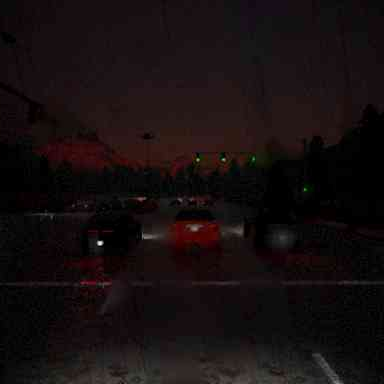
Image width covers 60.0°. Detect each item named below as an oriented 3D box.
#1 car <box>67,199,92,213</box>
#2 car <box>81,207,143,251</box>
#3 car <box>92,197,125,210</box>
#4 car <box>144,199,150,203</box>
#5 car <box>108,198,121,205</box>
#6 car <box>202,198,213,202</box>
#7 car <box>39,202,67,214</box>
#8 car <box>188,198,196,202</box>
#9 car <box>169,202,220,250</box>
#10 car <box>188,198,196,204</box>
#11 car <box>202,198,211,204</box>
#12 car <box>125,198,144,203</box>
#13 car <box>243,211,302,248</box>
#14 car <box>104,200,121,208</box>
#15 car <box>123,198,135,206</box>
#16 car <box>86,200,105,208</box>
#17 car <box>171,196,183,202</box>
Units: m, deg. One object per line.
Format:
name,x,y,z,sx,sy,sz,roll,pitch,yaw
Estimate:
car,-14.072,1.777,43.388,2.097,1.767,4.553,0,-1,0
car,-3.399,1.649,14.721,1.837,1.490,4.892,0,0,0
car,-10.575,1.635,42.546,2.150,2.045,5.566,0,-1,0
car,-10.485,2.250,74.206,2.033,1.411,5.357,0,-1,0
car,-17.485,2.215,75.041,1.837,1.490,4.892,0,-1,0
car,3.514,2.211,71.475,2.128,1.511,4.902,0,-1,0
car,-17.575,1.962,42.630,2.033,1.411,5.357,0,-1,0
car,0.014,2.211,71.476,2.128,1.511,4.902,0,-1,0
car,0.101,1.501,15.261,2.097,1.767,4.553,0,-1,0
car,0.016,2.152,81.897,1.812,1.442,4.674,0,-1,0
car,3.516,2.153,81.896,2.128,1.511,4.902,0,-1,0
car,-10.517,1.930,59.522,2.097,1.767,4.553,0,-1,0
car,3.602,1.644,15.554,2.128,1.511,4.902,0,-1,0
car,-14.024,2.097,58.790,1.812,1.442,4.674,0,-1,1
car,-13.986,2.208,73.888,1.837,1.490,4.892,0,-1,0
car,-17.497,2.136,60.535,2.033,1.411,5.357,0,-1,0
car,-3.486,2.215,71.893,1.812,1.442,4.674,0,-1,0
